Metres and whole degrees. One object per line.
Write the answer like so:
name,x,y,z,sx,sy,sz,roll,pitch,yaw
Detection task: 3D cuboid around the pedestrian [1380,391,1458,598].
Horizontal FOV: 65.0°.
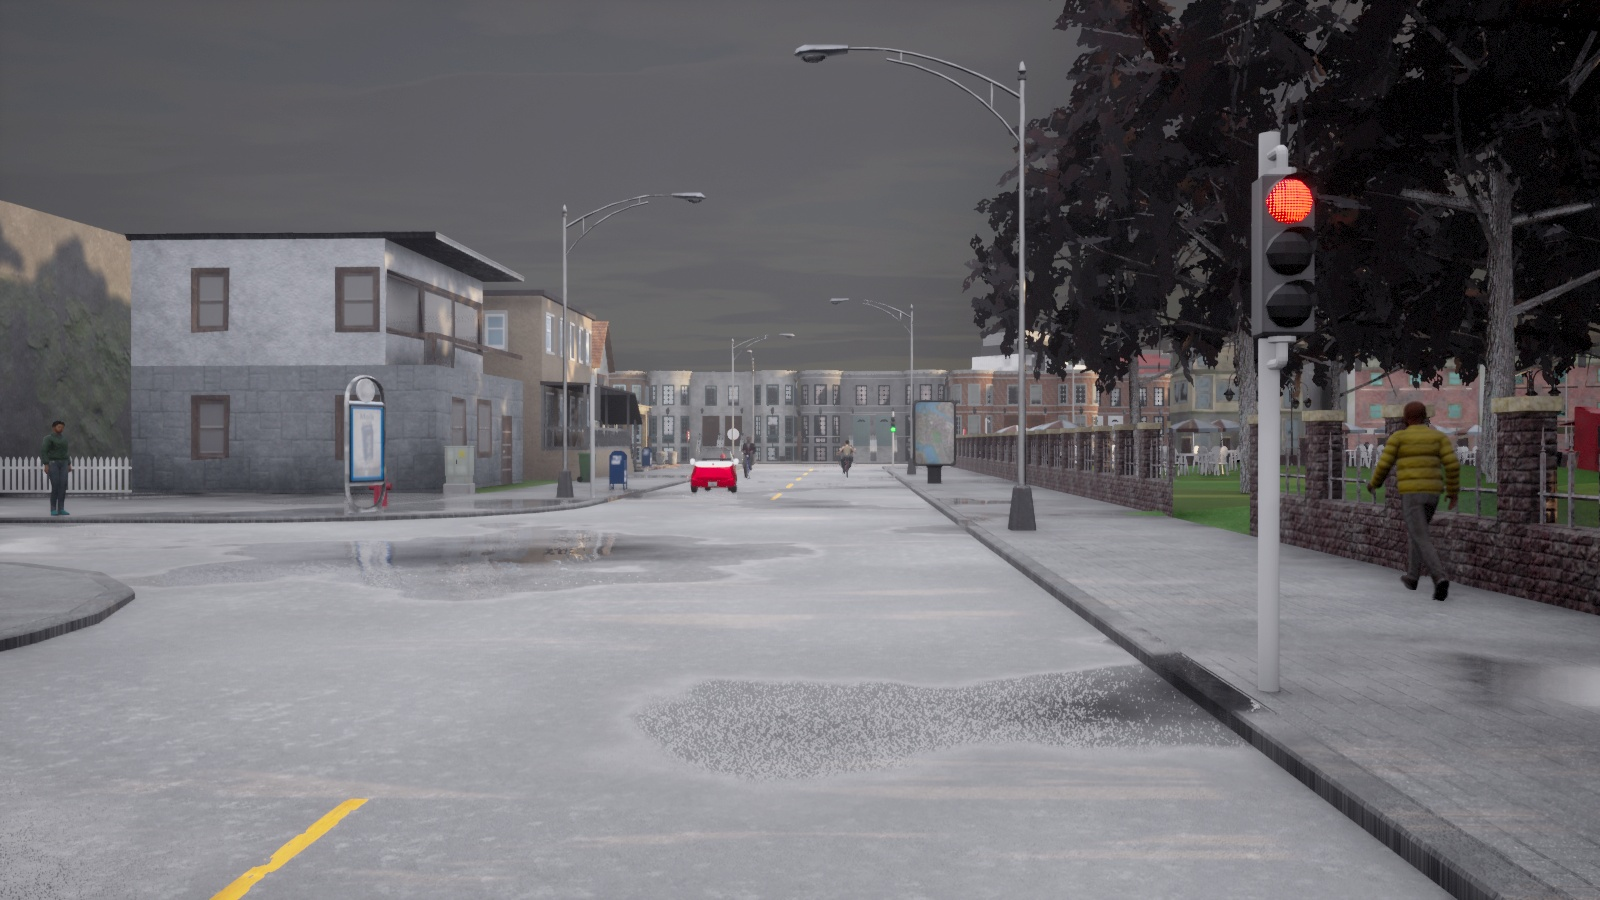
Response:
pedestrian,5.668,0.396,11.523,0.370,1.835,0.726,0,0,2

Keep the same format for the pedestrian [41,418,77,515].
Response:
pedestrian,-14.293,0.308,24.213,0.614,1.847,0.353,0,0,32

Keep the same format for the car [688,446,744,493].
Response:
car,-2.562,0.582,38.474,1.481,1.376,2.207,0,0,2
